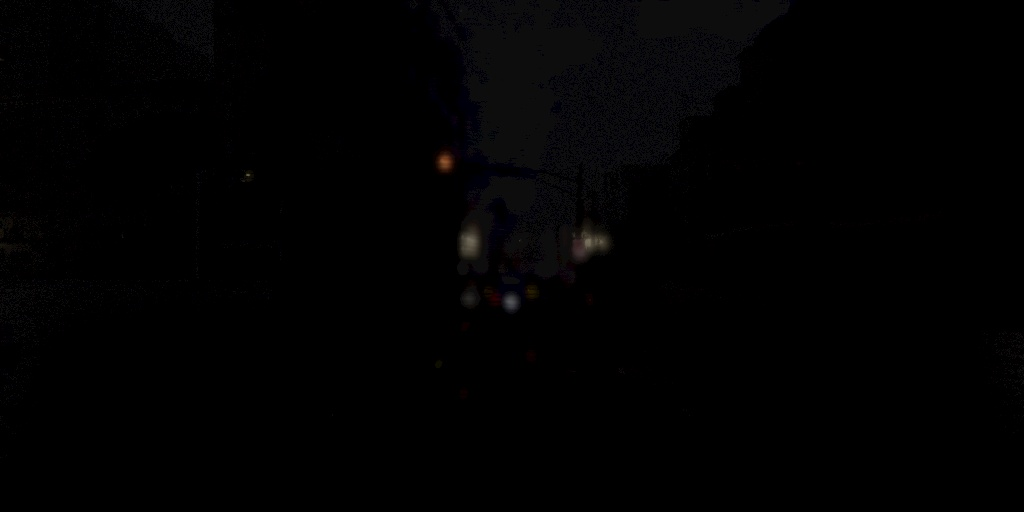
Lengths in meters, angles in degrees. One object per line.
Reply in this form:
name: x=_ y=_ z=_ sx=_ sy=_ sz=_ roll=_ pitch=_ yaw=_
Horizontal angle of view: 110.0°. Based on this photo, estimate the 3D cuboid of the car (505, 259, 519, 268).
car: x=0.022 y=1.463 z=61.359 sx=2.150 sy=2.045 sz=5.566 roll=0 pitch=0 yaw=0

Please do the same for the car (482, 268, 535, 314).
car: x=-0.190 y=1.376 z=14.271 sx=1.812 sy=1.442 sz=4.674 roll=0 pitch=0 yaw=-4

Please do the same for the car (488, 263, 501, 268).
car: x=-2.788 y=1.773 z=57.511 sx=1.994 sy=1.385 sz=4.181 roll=0 pitch=-1 yaw=0
